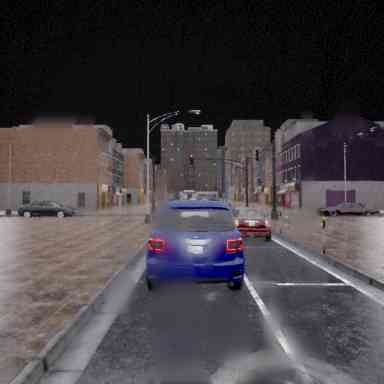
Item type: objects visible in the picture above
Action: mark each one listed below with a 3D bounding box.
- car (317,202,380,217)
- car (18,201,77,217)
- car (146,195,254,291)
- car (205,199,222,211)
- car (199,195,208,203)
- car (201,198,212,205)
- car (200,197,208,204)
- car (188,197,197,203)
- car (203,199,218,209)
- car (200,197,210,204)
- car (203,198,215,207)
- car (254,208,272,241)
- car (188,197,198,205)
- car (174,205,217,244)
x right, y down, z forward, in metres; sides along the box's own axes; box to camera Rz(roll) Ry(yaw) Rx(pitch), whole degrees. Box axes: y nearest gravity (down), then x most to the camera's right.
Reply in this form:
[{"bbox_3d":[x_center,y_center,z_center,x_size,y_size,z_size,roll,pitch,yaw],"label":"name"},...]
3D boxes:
[{"bbox_3d":[14.755,1.621,31.586,5.357,1.411,2.033,0,-2,3],"label":"car"},{"bbox_3d":[-12.484,1.534,28.886,4.892,1.490,1.837,0,-2,2],"label":"car"},{"bbox_3d":[0.052,1.230,9.196,2.150,2.045,5.566,0,0,-1],"label":"car"},{"bbox_3d":[2.713,1.684,43.554,1.947,1.339,4.313,1,0,0],"label":"car"},{"bbox_3d":[2.767,1.755,81.619,2.192,1.841,5.009,1,-1,0],"label":"car"},{"bbox_3d":[2.741,1.846,65.303,1.947,1.339,4.313,1,-1,0],"label":"car"},{"bbox_3d":[2.756,1.911,76.348,1.752,1.417,4.829,1,-1,0],"label":"car"},{"bbox_3d":[0.112,1.994,84.225,2.128,1.511,4.902,0,-1,0],"label":"car"},{"bbox_3d":[2.719,1.717,48.991,1.947,1.339,4.313,1,0,0],"label":"car"},{"bbox_3d":[2.749,1.858,70.910,1.752,1.417,4.829,1,-1,0],"label":"car"},{"bbox_3d":[2.728,1.716,54.598,1.752,1.417,4.829,1,0,0],"label":"car"},{"bbox_3d":[2.682,1.462,16.807,1.967,1.590,4.097,2,0,0],"label":"car"},{"bbox_3d":[0.190,1.819,66.707,1.812,1.442,4.674,0,-1,0],"label":"car"},{"bbox_3d":[0.118,1.500,16.994,1.882,1.535,5.008,0,0,-1],"label":"car"}]
